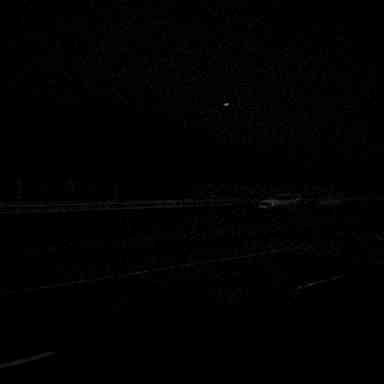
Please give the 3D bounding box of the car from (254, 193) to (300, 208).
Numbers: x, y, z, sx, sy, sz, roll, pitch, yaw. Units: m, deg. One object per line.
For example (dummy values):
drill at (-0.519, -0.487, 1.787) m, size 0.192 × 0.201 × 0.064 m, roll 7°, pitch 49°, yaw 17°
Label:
car at (9.933, 1.210, 36.864) m, size 5.566 × 2.045 × 2.150 m, roll -1°, pitch 1°, yaw -35°

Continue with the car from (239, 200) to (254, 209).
car at (7.964, 1.544, 38.870) m, size 5.357 × 1.411 × 2.033 m, roll 0°, pitch 0°, yaw -38°

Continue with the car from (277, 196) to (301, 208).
car at (11.325, 1.488, 33.561) m, size 4.902 × 1.511 × 2.128 m, roll 0°, pitch 0°, yaw -35°

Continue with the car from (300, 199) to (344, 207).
car at (12.167, 1.522, 29.866) m, size 4.674 × 1.442 × 1.812 m, roll 0°, pitch 0°, yaw -35°
